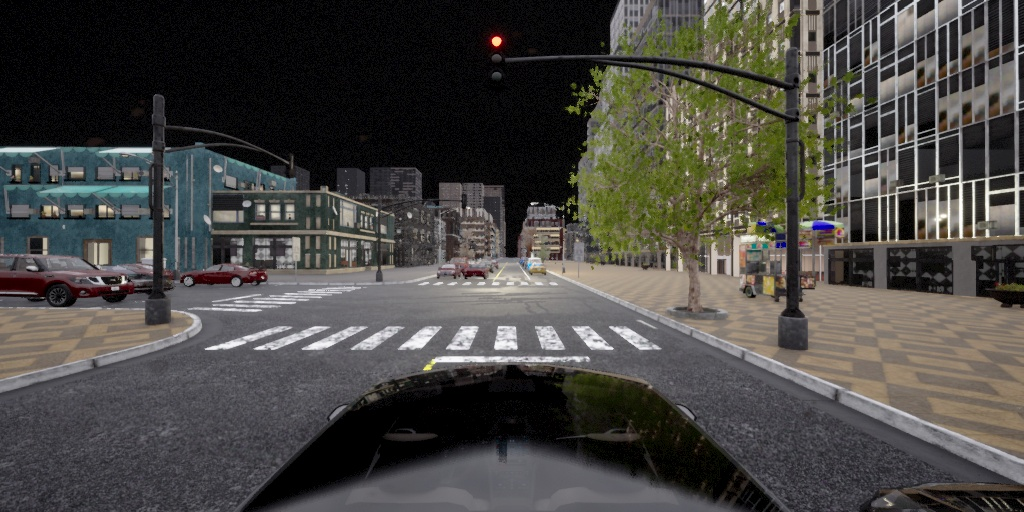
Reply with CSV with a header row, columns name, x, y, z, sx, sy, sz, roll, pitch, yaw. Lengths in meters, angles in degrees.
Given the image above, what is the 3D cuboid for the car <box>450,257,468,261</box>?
name,x,y,z,sx,sy,sz,roll,pitch,yaw
car,-5.662,1.069,38.104,2.192,1.841,5.009,0,0,0

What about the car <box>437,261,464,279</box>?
name,x,y,z,sx,sy,sz,roll,pitch,yaw
car,-5.666,1.335,32.553,1.802,1.307,4.207,0,0,0

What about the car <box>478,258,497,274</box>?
name,x,y,z,sx,sy,sz,roll,pitch,yaw
car,-3.066,1.260,42.511,1.837,1.490,4.892,0,0,0

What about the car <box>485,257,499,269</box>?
name,x,y,z,sx,sy,sz,roll,pitch,yaw
car,-3.047,1.282,54.824,1.812,1.442,4.674,0,0,0

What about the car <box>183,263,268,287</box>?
name,x,y,z,sx,sy,sz,roll,pitch,yaw
car,-17.262,1.122,21.552,4.507,1.381,1.888,0,0,-1

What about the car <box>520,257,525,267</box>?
name,x,y,z,sx,sy,sz,roll,pitch,yaw
car,2.730,1.307,54.753,2.007,1.370,4.403,0,0,0

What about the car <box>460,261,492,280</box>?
name,x,y,z,sx,sy,sz,roll,pitch,yaw
car,-3.076,1.354,31.379,1.895,1.301,4.718,0,0,0

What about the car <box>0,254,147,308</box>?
name,x,y,z,sx,sy,sz,roll,pitch,yaw
car,-17.150,0.850,13.173,5.009,1.841,2.192,0,0,-1

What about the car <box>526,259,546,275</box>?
name,x,y,z,sx,sy,sz,roll,pitch,yaw
car,2.718,1.279,38.270,1.751,1.417,4.829,0,0,0

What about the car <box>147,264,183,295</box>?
name,x,y,z,sx,sy,sz,roll,pitch,yaw
car,-18.228,1.083,15.751,5.357,1.411,2.033,1,0,-1

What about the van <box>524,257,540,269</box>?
name,x,y,z,sx,sy,sz,roll,pitch,yaw
van,2.722,1.096,43.651,1.690,1.789,3.998,0,0,0
